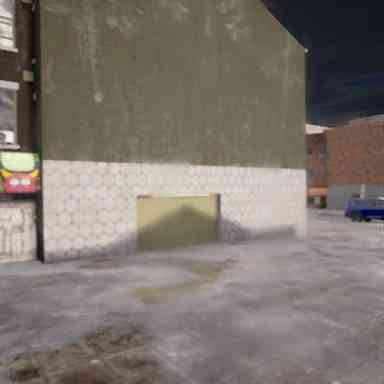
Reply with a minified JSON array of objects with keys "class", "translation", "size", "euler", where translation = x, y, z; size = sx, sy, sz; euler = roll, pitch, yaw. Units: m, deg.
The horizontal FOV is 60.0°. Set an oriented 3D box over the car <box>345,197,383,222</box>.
[{"class":"car","translation":[14.899,1.459,26.071],"size":[2.150,2.045,5.566],"euler":[-1,0,-35]}]
